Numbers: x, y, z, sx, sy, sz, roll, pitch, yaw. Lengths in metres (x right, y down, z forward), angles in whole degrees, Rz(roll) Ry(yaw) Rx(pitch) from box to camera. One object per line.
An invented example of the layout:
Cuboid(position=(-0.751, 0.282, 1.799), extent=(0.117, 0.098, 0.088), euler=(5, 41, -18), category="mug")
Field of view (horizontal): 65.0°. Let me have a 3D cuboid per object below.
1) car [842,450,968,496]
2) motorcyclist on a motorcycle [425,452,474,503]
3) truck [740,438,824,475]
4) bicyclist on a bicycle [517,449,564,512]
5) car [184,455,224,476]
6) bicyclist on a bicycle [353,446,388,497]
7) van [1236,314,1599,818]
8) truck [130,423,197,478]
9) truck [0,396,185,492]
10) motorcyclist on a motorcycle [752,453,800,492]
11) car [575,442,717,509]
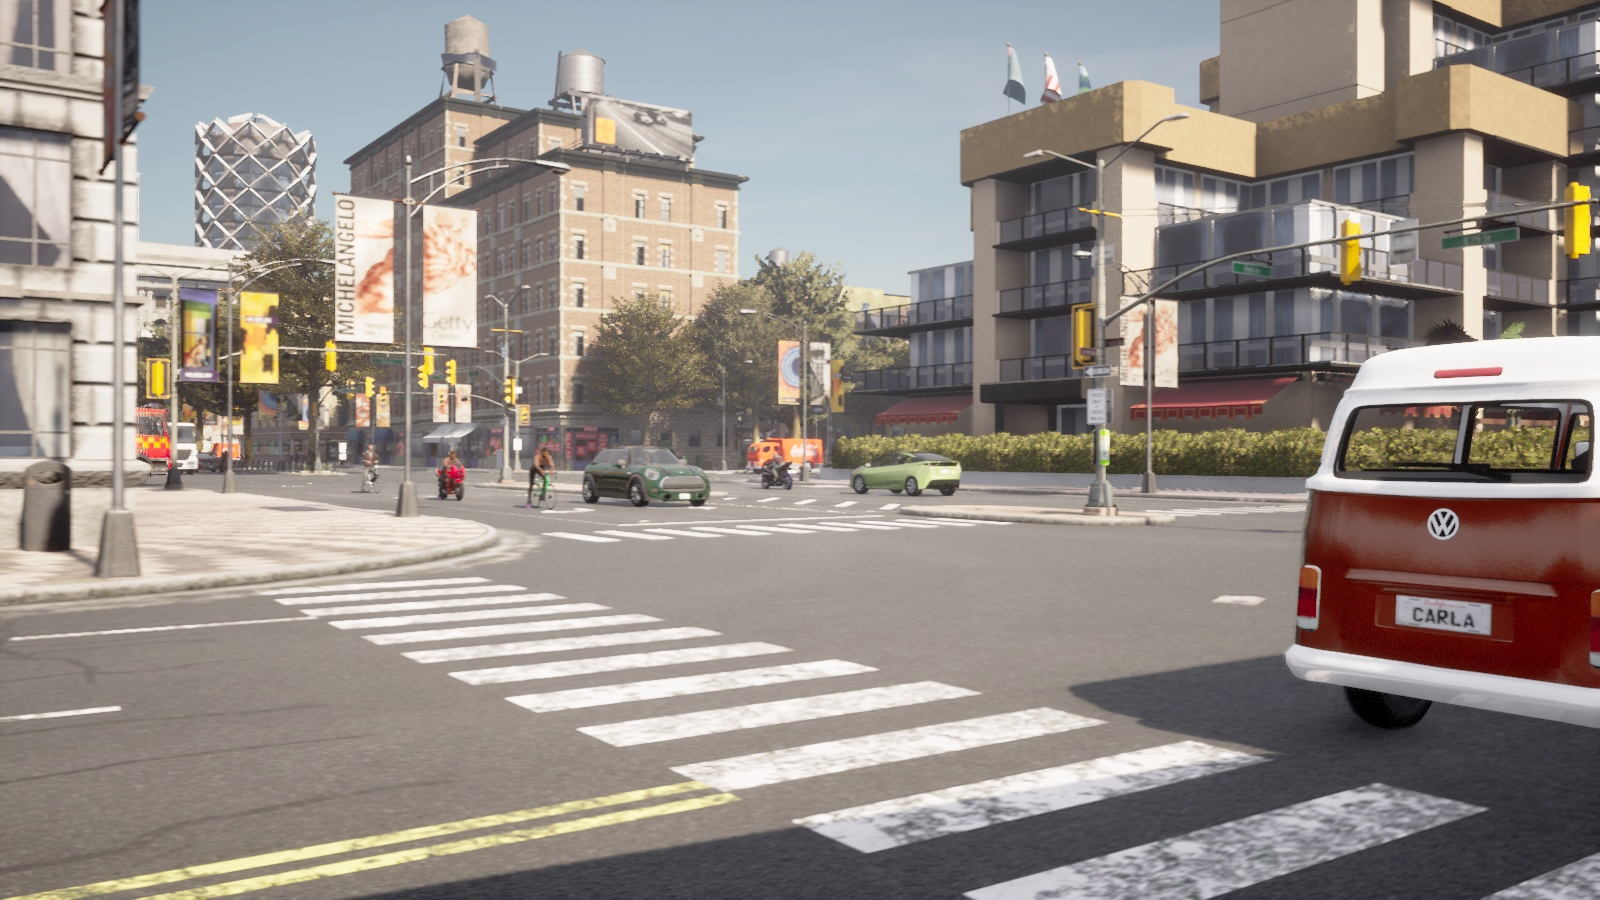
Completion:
Cuboid(position=(3.627, 0.774, 44.145), extent=(2.007, 1.525, 4.514), euler=(0, 0, -35), category="car")
Cuboid(position=(-10.762, 0.835, 38.507), extent=(0.797, 1.523, 2.044), euler=(0, 0, -35), category="motorcyclist on a motorcycle")
Cuboid(position=(-1.219, 0.442, 87.022), extent=(5.204, 2.467, 2.627), euler=(0, 0, -36), category="truck")
Cuboid(position=(-6.814, 0.784, 32.935), extent=(0.582, 1.620, 1.656), euler=(0, 0, -35), category="bicyclist on a bicycle")
Cuboid(position=(-42.252, 1.067, 88.999), extent=(1.812, 1.442, 4.674), euler=(0, 0, -35), category="car")
Cuboid(position=(-15.377, 0.749, 44.916), extent=(0.659, 1.776, 1.843), euler=(0, 0, -37), category="bicyclist on a bicycle")
Cuboid(position=(4.685, 0.470, 6.921), extent=(4.480, 2.038, 2.069), euler=(0, 0, -35), category="van")
Cuboid(position=(-41.777, 0.045, 82.326), extent=(2.891, 3.462, 7.936), euler=(0, 0, -34), category="truck")
Cuboid(position=(-30.817, -0.228, 52.881), extent=(8.468, 3.827, 2.891), euler=(0, 0, -36), category="truck")
Cuboid(position=(-0.991, 0.887, 50.661), extent=(0.866, 1.530, 2.191), euler=(0, 0, -35), category="motorcyclist on a motorcycle")
Cuboid(position=(-4.447, 0.689, 35.649), extent=(2.097, 1.767, 4.553), euler=(0, 0, -35), category="car")
